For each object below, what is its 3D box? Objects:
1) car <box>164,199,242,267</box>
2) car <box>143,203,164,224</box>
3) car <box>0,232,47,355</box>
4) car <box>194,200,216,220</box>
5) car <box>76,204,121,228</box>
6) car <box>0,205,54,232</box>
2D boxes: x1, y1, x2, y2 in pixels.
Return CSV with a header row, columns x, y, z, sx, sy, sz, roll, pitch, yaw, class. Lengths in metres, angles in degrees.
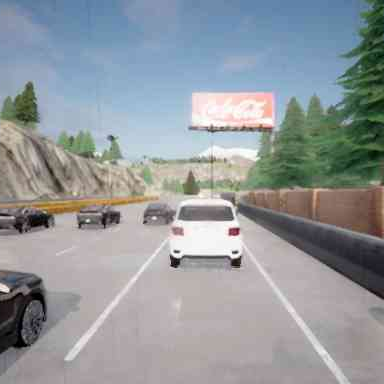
x,y,z,sx,sy,sz,roll,pitch,yaw,class
0.476,1.259,11.740,2.150,2.045,5.566,0,0,2,car
-2.509,1.573,25.462,1.837,1.490,4.892,0,0,2,car
-3.257,1.491,3.415,2.128,1.511,4.902,0,0,1,car
1.183,1.573,30.250,1.882,1.535,5.008,0,0,2,car
-6.130,1.539,22.320,2.128,1.511,4.902,0,0,2,car
-9.747,1.518,19.239,2.128,1.511,4.902,0,0,2,car
